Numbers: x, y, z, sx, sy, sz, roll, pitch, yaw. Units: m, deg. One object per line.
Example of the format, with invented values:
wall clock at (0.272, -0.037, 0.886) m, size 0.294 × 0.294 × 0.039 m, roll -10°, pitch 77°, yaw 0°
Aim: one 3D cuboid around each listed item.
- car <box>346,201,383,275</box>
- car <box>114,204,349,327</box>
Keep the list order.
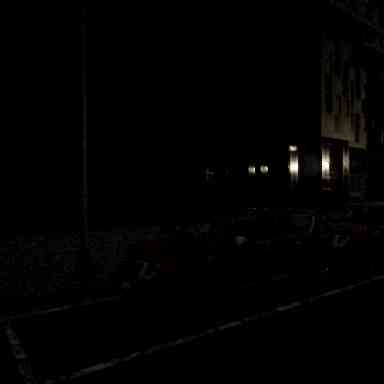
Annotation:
car at (5.508, 1.249, 10.460) m, size 5.009 × 1.841 × 2.192 m, roll 0°, pitch 0°, yaw -36°
car at (0.917, 1.285, 7.184) m, size 5.009 × 1.841 × 2.192 m, roll 0°, pitch 0°, yaw -36°
